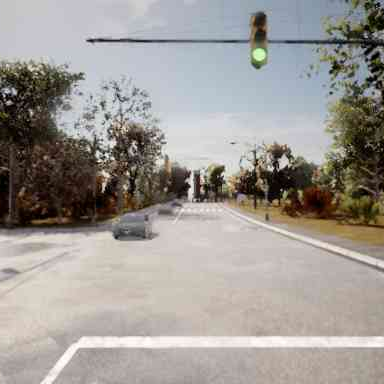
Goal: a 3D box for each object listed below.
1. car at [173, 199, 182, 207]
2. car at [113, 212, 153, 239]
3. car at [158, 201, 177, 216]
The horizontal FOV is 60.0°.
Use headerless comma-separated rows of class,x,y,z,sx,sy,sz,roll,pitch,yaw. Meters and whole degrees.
car,-3.247,2.209,69.377,2.097,1.767,4.553,0,0,1
car,-3.520,2.042,20.450,1.837,1.490,4.892,0,-2,0
car,-3.490,2.383,44.898,1.882,1.535,5.008,0,0,0
